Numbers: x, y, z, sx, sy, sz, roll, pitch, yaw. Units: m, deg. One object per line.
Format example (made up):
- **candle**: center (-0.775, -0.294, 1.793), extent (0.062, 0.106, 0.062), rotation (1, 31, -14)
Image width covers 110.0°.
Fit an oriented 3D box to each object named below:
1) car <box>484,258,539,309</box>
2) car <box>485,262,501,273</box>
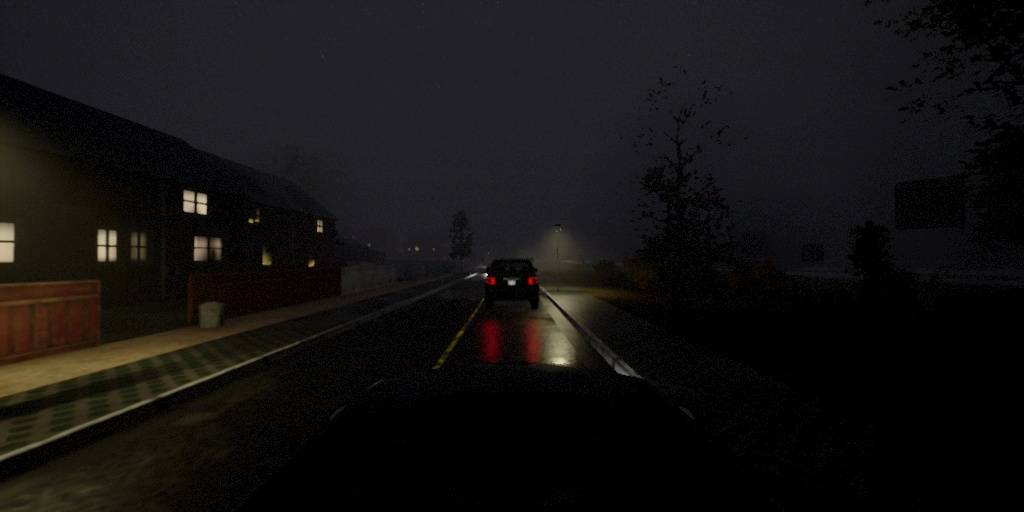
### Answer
- **car**: center (-0.007, 1.100, 15.873), extent (2.150, 2.045, 5.566), rotation (0, 0, 0)
- **car**: center (-2.784, 1.731, 53.284), extent (2.128, 1.511, 4.902), rotation (0, -1, 0)
